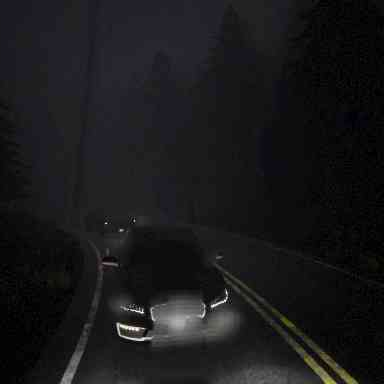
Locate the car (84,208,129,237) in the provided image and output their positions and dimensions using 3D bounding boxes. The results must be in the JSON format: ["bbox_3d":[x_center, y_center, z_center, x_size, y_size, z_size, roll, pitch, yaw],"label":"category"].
[{"bbox_3d":[-4.616,1.609,18.512,1.895,1.301,4.718,-3,1,-29],"label":"car"}]

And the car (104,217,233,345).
[{"bbox_3d":[-0.640,1.494,6.775,1.837,1.490,4.892,-1,0,-11],"label":"car"}]
